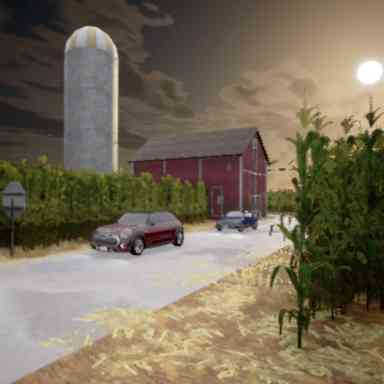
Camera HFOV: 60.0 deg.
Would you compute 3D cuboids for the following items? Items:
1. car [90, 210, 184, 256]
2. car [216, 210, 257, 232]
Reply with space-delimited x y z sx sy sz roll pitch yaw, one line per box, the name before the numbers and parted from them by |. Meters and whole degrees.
car | -2.248 1.617 14.610 2.097 1.767 4.553 0 -2 30
car | 3.382 2.087 24.444 1.812 1.442 4.674 0 -2 30
